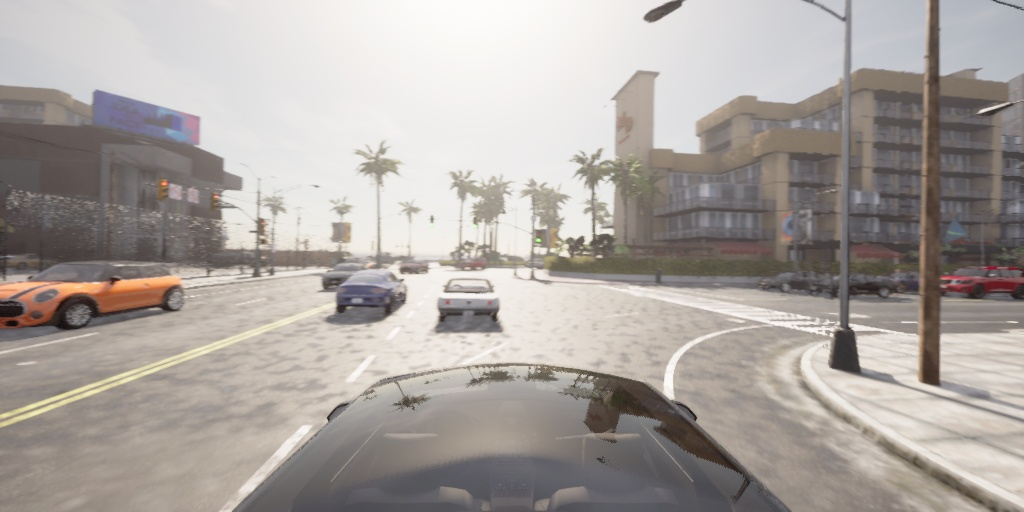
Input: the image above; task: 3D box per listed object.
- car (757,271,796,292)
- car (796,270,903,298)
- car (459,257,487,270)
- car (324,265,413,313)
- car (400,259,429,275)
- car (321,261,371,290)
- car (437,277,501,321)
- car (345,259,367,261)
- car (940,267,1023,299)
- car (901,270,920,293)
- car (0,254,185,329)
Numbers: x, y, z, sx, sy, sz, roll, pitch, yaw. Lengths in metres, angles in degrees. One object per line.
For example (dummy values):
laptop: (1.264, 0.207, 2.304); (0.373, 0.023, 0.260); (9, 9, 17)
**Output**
car: (20.324, 1.814, 25.929); (4.892, 1.490, 1.837); (1, 0, -7)
car: (21.091, 1.779, 22.500); (5.008, 1.535, 1.882); (1, 0, -7)
car: (-6.263, 1.239, 58.230); (2.150, 2.045, 5.566); (1, -1, 28)
car: (-5.179, 1.257, 13.633); (1.812, 1.442, 4.674); (1, 0, -7)
car: (-11.166, 1.155, 40.972); (2.097, 1.767, 4.553); (1, 0, 7)
car: (-9.859, 1.203, 21.793); (1.837, 1.490, 4.892); (1, -1, -7)
car: (-1.526, 1.396, 12.652); (1.895, 1.301, 4.718); (1, 0, -7)
car: (-14.469, 1.035, 32.836); (2.097, 1.767, 4.553); (1, 0, -3)
car: (30.955, 1.722, 23.786); (5.566, 2.045, 2.150); (1, 0, -7)
car: (29.440, 1.846, 27.115); (4.553, 1.767, 2.097); (1, 0, -7)
car: (-11.995, 0.928, 10.223); (2.097, 1.767, 4.553); (1, 0, -7)
